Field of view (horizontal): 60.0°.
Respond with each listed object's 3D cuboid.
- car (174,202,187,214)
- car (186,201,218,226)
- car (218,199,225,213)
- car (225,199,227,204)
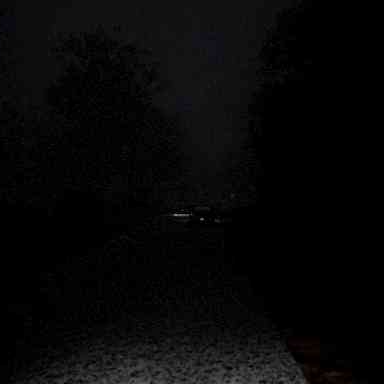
[{"bbox_3d":[-0.820,1.826,38.061,1.994,1.385,4.181,0,-1,7],"label":"car"},{"bbox_3d":[0.822,1.632,24.265,1.812,1.442,4.674,0,-1,4],"label":"car"},{"bbox_3d":[2.748,1.911,42.797,2.033,1.411,5.357,0,-1,8],"label":"car"},{"bbox_3d":[7.282,2.317,77.947,1.812,1.442,4.674,1,0,16],"label":"car"}]
